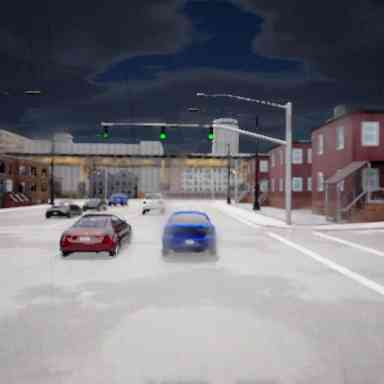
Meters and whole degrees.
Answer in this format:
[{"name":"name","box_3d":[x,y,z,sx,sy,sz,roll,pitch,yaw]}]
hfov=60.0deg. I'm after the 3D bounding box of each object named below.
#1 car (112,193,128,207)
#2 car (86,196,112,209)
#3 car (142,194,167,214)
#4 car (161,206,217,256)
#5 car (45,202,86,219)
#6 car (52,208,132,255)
[{"name":"car","box_3d":[-11.277,1.168,51.152,2.150,2.045,5.566,0,0,0]},{"name":"car","box_3d":[-11.140,1.453,38.605,1.837,1.490,4.892,0,0,-1]},{"name":"car","box_3d":[-3.927,1.196,35.368,2.150,2.045,5.566,0,0,-1]},{"name":"car","box_3d":[-0.111,1.474,13.141,1.882,1.535,5.008,0,0,-1]},{"name":"car","box_3d":[-11.016,1.515,28.744,1.994,1.385,4.181,0,0,-1]},{"name":"car","box_3d":[-3.610,1.547,13.153,1.994,1.385,4.181,0,0,-1]}]
